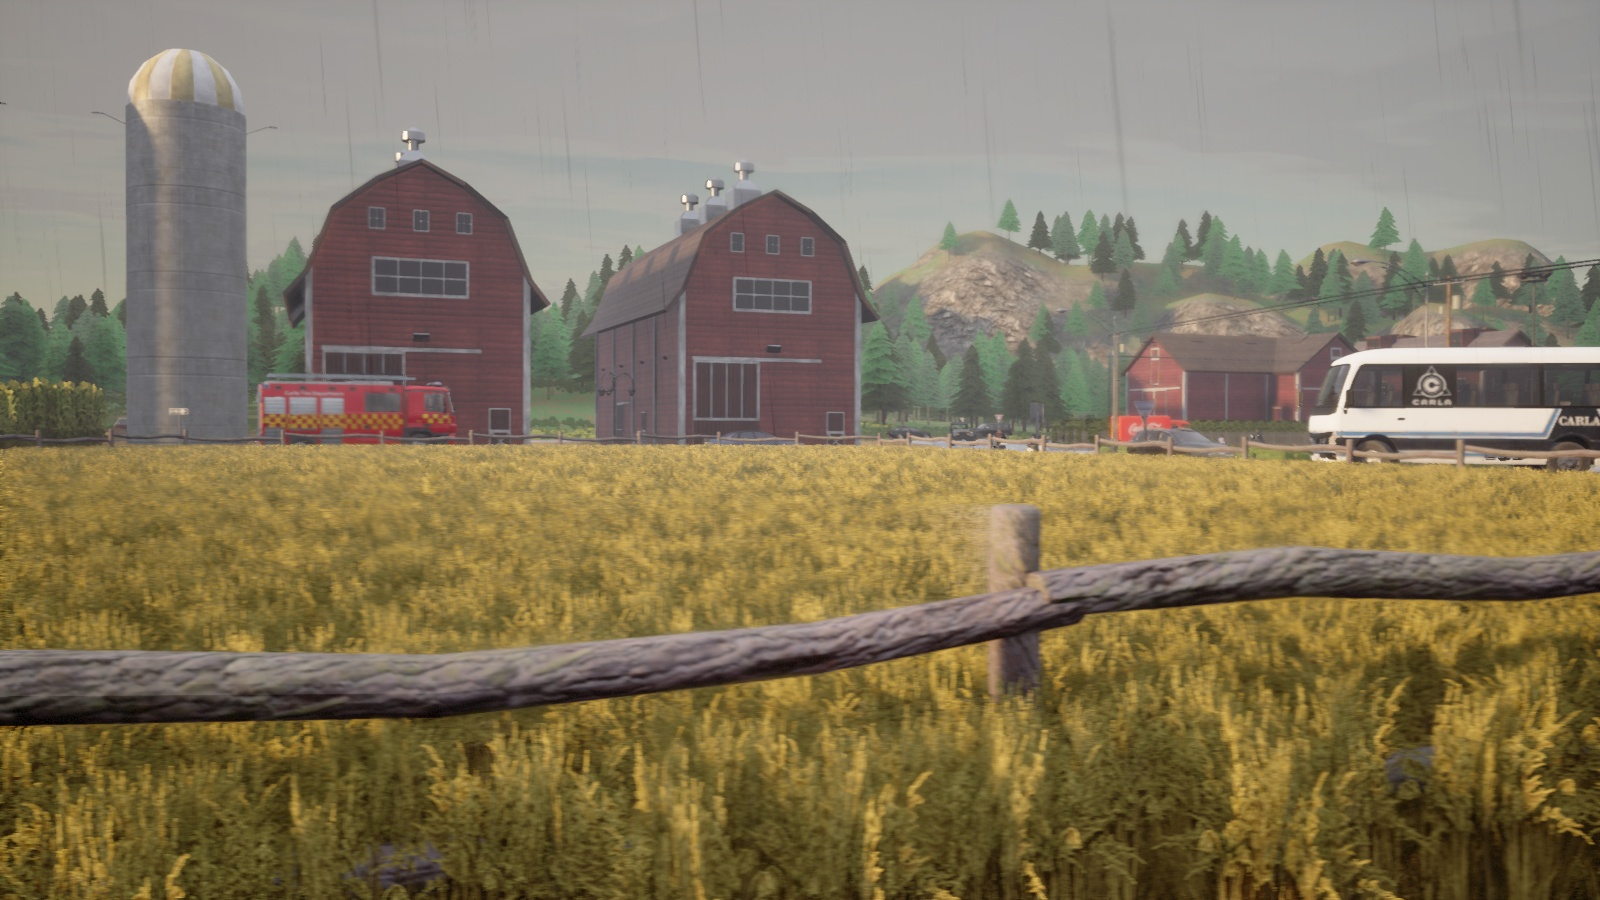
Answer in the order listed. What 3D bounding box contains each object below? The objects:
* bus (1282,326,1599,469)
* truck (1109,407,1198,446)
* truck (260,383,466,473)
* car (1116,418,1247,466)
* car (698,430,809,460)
[{"bbox_3d":[21.385,-1.631,40.569,10.273,4.253,3.944,-1,1,10],"label":"bus"},{"bbox_3d":[23.717,-1.584,84.400,5.204,2.467,2.627,-1,1,-4],"label":"truck"},{"bbox_3d":[-19.838,-1.055,57.199,8.468,3.827,2.891,-1,1,-27],"label":"truck"},{"bbox_3d":[13.923,-0.305,46.143,2.033,1.649,4.856,-1,1,-21],"label":"car"},{"bbox_3d":[-2.402,-0.262,64.678,5.357,1.411,2.033,-1,1,-19],"label":"car"}]
